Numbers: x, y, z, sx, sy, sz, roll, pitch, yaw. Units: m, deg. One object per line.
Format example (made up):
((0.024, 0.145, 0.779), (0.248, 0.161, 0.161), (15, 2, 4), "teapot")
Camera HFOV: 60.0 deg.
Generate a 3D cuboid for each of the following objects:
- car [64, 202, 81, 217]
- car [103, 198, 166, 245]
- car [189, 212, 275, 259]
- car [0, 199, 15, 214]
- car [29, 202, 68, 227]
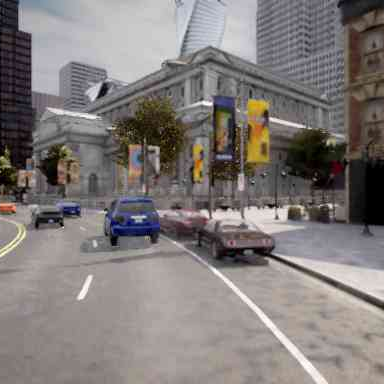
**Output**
((-12.730, 1.724, 33.270), (1.882, 1.535, 5.008), (0, -1, -38), "car")
((-3.127, 1.332, 16.586), (2.150, 2.045, 5.566), (0, -1, -19), "car")
((1.392, 1.668, 12.927), (1.895, 1.301, 4.718), (0, 0, -11), "car")
((-22.763, 1.674, 39.786), (2.097, 1.767, 4.553), (0, 0, -40), "car")
((-10.650, 1.691, 24.328), (1.837, 1.490, 4.892), (1, -1, -30), "car")
